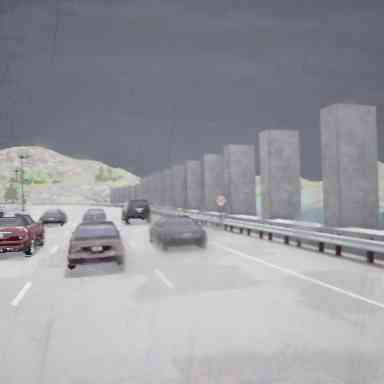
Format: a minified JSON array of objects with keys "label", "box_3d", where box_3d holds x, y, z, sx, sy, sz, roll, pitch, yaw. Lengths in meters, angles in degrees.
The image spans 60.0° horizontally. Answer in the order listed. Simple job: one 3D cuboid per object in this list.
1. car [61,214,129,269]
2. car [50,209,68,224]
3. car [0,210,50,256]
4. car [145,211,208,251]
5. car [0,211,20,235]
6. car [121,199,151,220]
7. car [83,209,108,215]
[{"label":"car","box_3d":[-3.521,1.781,12.316,2.033,1.411,5.357,-1,-1,-16]},{"label":"car","box_3d":[-12.243,2.228,29.586,1.994,1.385,4.181,-1,-1,-16]},{"label":"car","box_3d":[-7.817,1.728,14.571,2.097,1.767,4.553,-1,-1,-16]},{"label":"car","box_3d":[-0.757,1.752,15.370,1.994,1.385,4.181,-1,-1,-16]},{"label":"car","box_3d":[-14.435,2.218,24.562,2.033,1.411,5.357,-1,-1,-16]},{"label":"car","box_3d":[-5.076,1.692,29.984,2.150,2.045,5.566,-1,0,-16]},{"label":"car","box_3d":[-7.730,2.053,26.567,2.033,1.411,5.357,-1,-1,-16]}]
